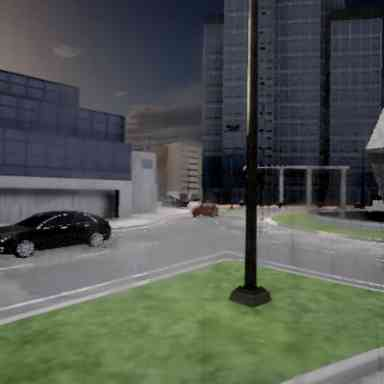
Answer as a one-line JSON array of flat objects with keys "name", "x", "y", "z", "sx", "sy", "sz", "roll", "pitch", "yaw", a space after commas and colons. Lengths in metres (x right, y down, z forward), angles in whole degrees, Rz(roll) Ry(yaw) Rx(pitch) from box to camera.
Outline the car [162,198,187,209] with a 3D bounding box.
[{"name": "car", "x": -2.679, "y": 1.709, "z": 51.481, "sx": 1.882, "sy": 1.535, "sz": 5.008, "roll": 1, "pitch": 0, "yaw": -37}]

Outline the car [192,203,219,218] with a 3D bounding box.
[{"name": "car", "x": 1.356, "y": 1.778, "z": 31.956, "sx": 1.895, "sy": 1.301, "sz": 4.718, "roll": 1, "pitch": 0, "yaw": 14}]

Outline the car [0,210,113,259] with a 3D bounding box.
[{"name": "car", "x": -5.368, "y": 1.507, "z": 12.849, "sx": 1.837, "sy": 1.490, "sz": 4.892, "roll": 1, "pitch": 0, "yaw": 38}]
